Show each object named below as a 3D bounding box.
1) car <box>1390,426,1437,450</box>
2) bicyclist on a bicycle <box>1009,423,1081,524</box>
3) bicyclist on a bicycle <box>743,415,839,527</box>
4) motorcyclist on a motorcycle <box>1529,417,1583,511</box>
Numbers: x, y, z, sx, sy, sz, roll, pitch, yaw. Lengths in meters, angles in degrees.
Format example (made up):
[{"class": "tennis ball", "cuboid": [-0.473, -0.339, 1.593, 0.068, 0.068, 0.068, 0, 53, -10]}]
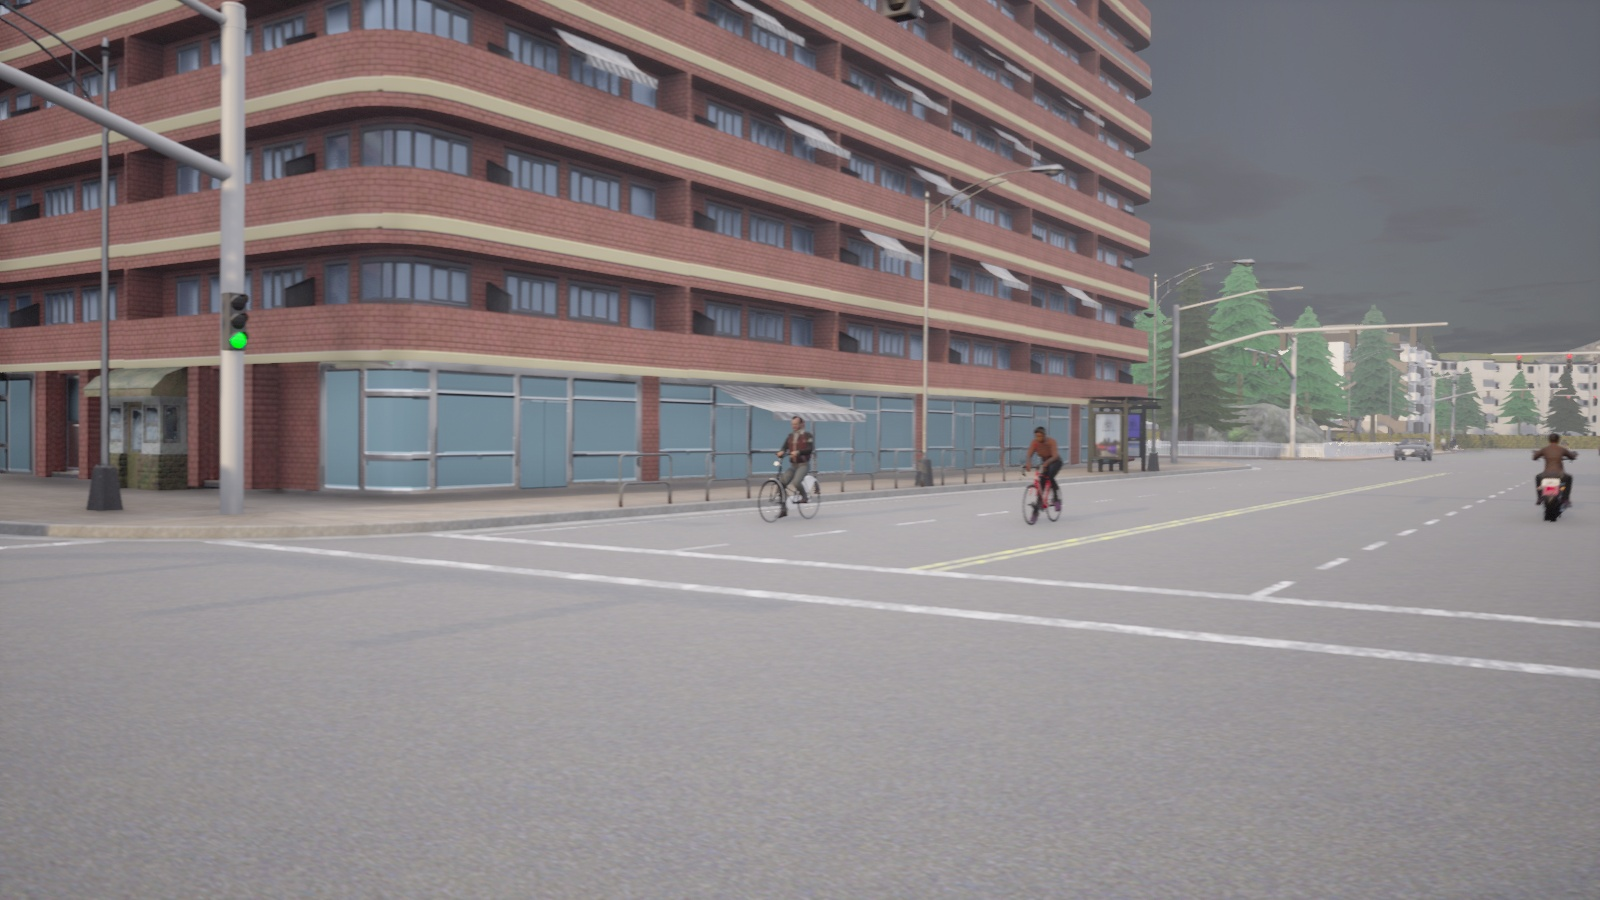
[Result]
[{"class": "car", "cuboid": [40.268, -0.801, 82.355, 2.128, 1.511, 4.902, 0, 1, 33]}, {"class": "bicyclist on a bicycle", "cuboid": [4.101, 0.362, 20.911, 0.582, 1.620, 1.656, 0, 1, 33]}, {"class": "bicyclist on a bicycle", "cuboid": [-0.127, 0.319, 20.846, 0.659, 1.776, 1.843, 0, 1, 33]}, {"class": "motorcyclist on a motorcycle", "cuboid": [14.059, 0.236, 23.323, 0.766, 1.649, 2.350, 0, 1, 33]}]
